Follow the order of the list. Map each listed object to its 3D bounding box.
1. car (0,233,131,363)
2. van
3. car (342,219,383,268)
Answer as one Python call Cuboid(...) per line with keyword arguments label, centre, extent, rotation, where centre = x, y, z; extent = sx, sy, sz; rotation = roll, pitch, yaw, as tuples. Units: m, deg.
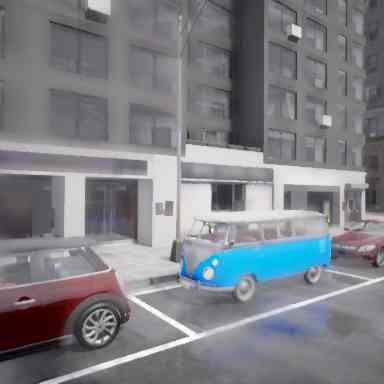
Cuboid(label="car", centre=(-3.033, 1.437, 4.591), extent=(4.097, 1.590, 1.967), rotation=(0, 1, -35))
Cuboid(label="van", centre=(1.586, 1.339, 7.885), extent=(3.998, 1.788, 1.690), rotation=(0, 1, -35))
Cuboid(label="car", centre=(6.203, 1.581, 11.181), extent=(4.206, 1.307, 1.802), rotation=(0, 1, -35))
